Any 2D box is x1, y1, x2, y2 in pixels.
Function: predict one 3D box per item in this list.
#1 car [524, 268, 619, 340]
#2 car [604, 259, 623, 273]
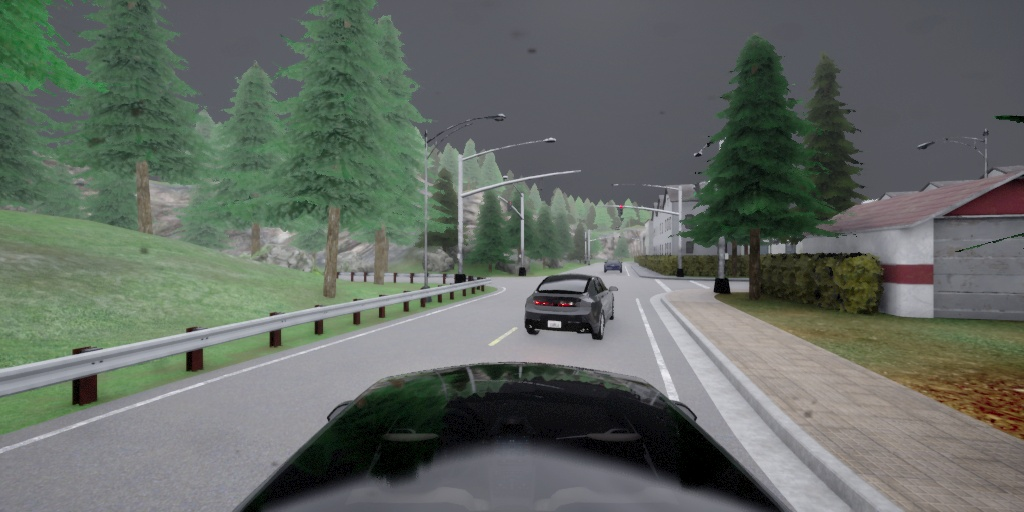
[{"bbox_3d":[1.800,1.255,10.152,1.837,1.490,4.892,0,0,21],"label":"car"},{"bbox_3d":[12.438,1.102,44.002,2.097,1.767,4.553,0,0,17],"label":"car"}]
